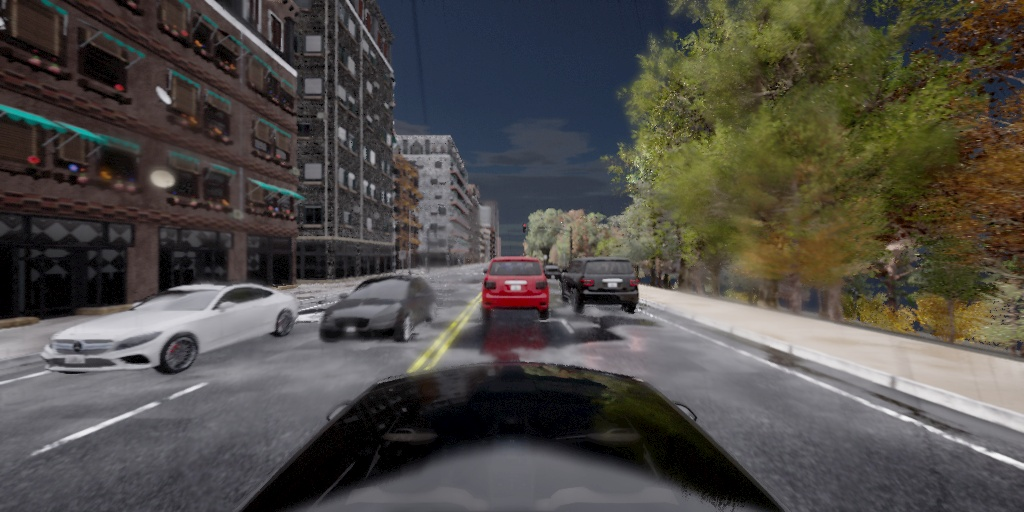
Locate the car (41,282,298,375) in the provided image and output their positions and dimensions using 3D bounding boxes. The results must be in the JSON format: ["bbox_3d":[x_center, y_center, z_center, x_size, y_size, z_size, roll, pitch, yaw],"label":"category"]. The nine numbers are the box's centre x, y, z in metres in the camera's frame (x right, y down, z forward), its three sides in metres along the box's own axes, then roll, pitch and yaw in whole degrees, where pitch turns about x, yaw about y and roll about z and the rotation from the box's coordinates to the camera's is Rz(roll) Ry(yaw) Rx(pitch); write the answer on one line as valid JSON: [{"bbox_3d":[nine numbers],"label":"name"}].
[{"bbox_3d":[-6.601,1.319,7.745,1.812,1.442,4.674,0,0,0],"label":"car"}]

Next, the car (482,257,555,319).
[{"bbox_3d":[0.096,1.057,13.303,2.150,2.045,5.566,0,0,0],"label":"car"}]

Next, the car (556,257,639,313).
[{"bbox_3d":[3.343,1.068,14.584,2.150,2.045,5.566,0,0,0],"label":"car"}]

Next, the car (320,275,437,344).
[{"bbox_3d":[-3.350,1.316,9.899,1.837,1.490,4.892,0,-1,0],"label":"car"}]
